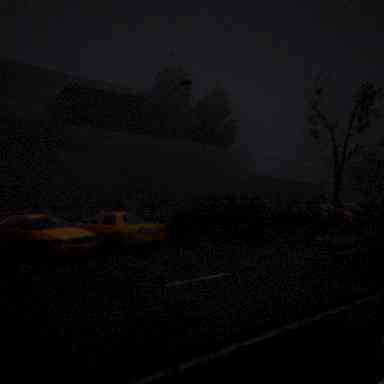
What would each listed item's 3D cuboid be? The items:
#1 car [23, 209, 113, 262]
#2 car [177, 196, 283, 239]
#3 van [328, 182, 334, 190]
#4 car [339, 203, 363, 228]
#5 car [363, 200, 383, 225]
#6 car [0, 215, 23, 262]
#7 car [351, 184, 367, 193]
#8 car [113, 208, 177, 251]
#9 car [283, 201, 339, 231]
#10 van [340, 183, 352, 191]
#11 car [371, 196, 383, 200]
[{"bbox_3d":[-5.609,1.485,12.322,5.366,1.575,1.946,-1,-1,35],"label":"car"},{"bbox_3d":[1.537,1.254,17.660,5.566,2.045,2.435,-1,-1,35],"label":"car"},{"bbox_3d":[35.539,-1.425,81.640,1.878,1.987,4.442,7,3,35],"label":"van"},{"bbox_3d":[8.873,1.417,22.895,4.553,1.767,2.185,-1,-1,34],"label":"car"},{"bbox_3d":[11.339,1.560,24.620,4.892,1.521,2.231,-1,-1,35],"label":"car"},{"bbox_3d":[-8.184,1.240,10.676,5.566,2.045,2.435,-1,-1,35],"label":"car"},{"bbox_3d":[39.024,-0.652,76.804,2.231,1.521,4.892,7,3,35],"label":"car"},{"bbox_3d":[-3.476,1.493,14.268,5.366,1.575,1.946,-1,-1,35],"label":"car"},{"bbox_3d":[6.478,1.401,21.111,4.553,1.767,2.185,-1,-1,35],"label":"car"},{"bbox_3d":[37.266,-1.152,79.168,1.878,1.987,4.442,7,3,35],"label":"van"},{"bbox_3d":[16.206,1.346,28.111,5.566,2.045,2.435,-1,-1,35],"label":"car"}]
